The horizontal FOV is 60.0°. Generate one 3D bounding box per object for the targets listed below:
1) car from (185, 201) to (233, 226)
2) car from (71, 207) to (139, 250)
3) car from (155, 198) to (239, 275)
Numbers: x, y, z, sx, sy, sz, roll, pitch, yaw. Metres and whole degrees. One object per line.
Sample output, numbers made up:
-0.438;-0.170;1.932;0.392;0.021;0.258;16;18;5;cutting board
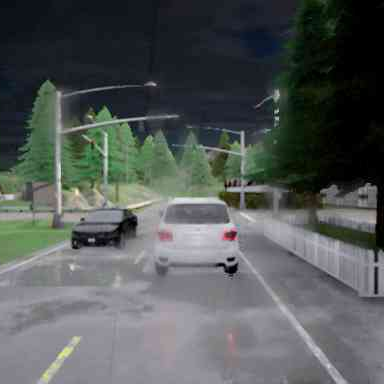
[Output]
1.320;1.433;23.509;1.895;1.301;4.718;0;1;23;car
-3.516;1.426;14.193;1.882;1.535;5.008;0;0;0;car
0.103;1.185;10.482;2.150;2.045;5.566;0;0;-1;car
